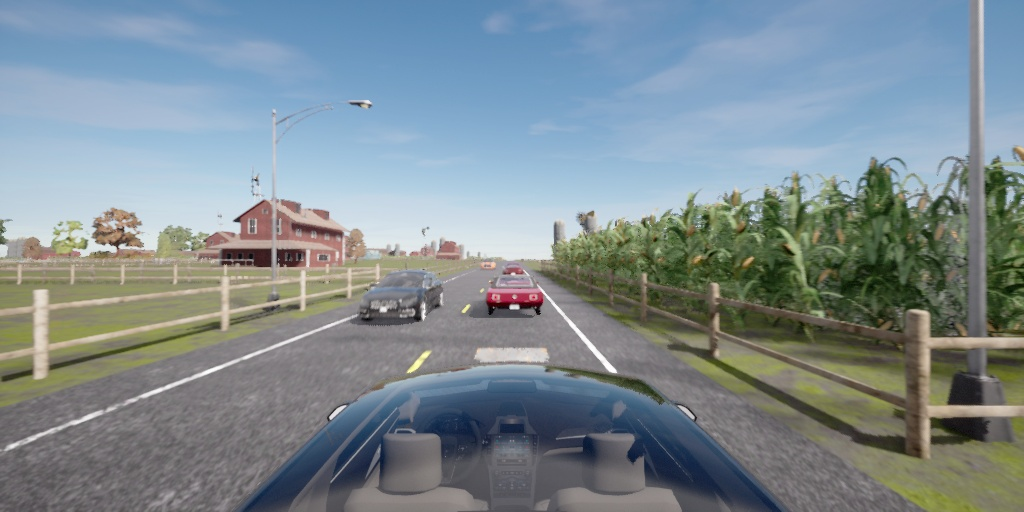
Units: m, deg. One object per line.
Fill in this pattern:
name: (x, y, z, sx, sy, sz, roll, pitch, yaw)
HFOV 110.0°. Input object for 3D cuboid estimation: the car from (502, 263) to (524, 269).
car: (0.102, 1.310, 31.751, 1.812, 1.442, 4.674, 0, 0, 0)

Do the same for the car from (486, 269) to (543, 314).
car: (0.091, 1.362, 13.799, 1.895, 1.301, 4.718, 0, 0, 0)

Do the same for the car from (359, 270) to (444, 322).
car: (-3.600, 1.264, 12.471, 1.837, 1.490, 4.892, 0, 0, 0)

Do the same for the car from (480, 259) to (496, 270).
car: (-3.567, 1.179, 54.062, 2.097, 1.767, 4.553, 0, 0, 0)
